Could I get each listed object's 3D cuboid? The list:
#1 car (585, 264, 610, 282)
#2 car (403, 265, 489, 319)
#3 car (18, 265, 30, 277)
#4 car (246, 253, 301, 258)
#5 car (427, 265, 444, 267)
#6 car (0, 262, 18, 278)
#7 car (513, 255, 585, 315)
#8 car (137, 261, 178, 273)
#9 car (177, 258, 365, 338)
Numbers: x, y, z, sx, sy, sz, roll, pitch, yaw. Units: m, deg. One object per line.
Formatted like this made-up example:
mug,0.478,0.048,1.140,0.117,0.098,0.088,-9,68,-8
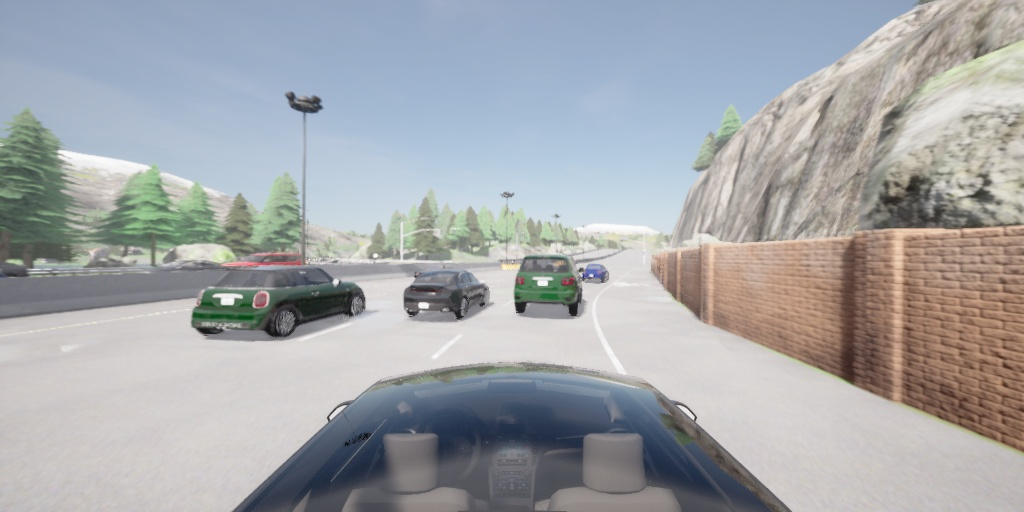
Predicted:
car,6.958,1.367,29.965,1.812,1.442,4.674,1,0,20
car,-2.162,1.236,12.896,1.837,1.490,4.892,0,0,10
car,-29.559,0.929,19.023,2.128,1.511,4.902,1,0,12
car,-17.272,0.796,25.160,2.150,2.045,5.566,1,0,18
car,-5.276,1.307,27.153,1.895,1.301,4.718,1,0,20
car,-26.591,0.994,16.105,1.812,1.442,4.674,1,0,11
car,1.553,0.991,13.927,2.150,2.045,5.566,0,-1,13
car,-21.341,1.021,23.515,2.128,1.511,4.902,1,0,15
car,-6.125,1.040,10.166,2.097,1.767,4.553,1,0,7
